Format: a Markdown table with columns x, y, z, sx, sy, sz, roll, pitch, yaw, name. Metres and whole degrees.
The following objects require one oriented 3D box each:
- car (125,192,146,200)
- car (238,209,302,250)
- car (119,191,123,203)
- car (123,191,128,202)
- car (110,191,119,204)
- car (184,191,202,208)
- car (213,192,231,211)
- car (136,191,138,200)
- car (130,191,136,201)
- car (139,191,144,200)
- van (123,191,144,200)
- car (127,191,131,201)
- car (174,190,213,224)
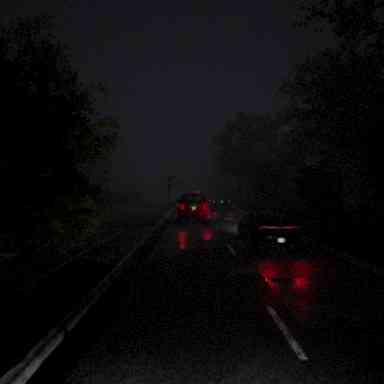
| x | y | z | sx | sy | sz | roll | pitch | yaw | name |
| --- | --- | --- | --- | --- | --- | --- | --- | --- | --- |
| -13.643 | 0.849 | 80.024 | 4.553 | 1.767 | 2.185 | -1 | 0 | -19 | car |
| 3.098 | 1.436 | 13.963 | 2.128 | 1.511 | 4.902 | 0 | 0 | 0 | car |
| -13.841 | 0.952 | 52.963 | 4.553 | 1.767 | 2.185 | -1 | 0 | -20 | car |
| -13.814 | 1.064 | 55.973 | 4.892 | 1.521 | 2.231 | -1 | 0 | -20 | car |
| -13.780 | 0.967 | 49.977 | 4.553 | 1.767 | 2.185 | -1 | 1 | -20 | car |
| 0.095 | 0.872 | 42.980 | 2.150 | 2.045 | 5.566 | 0 | 1 | 0 | car |
| 3.096 | 1.056 | 36.765 | 2.097 | 1.767 | 4.553 | 0 | 1 | 0 | car |
| -13.971 | 1.027 | 64.911 | 5.366 | 1.575 | 1.946 | -1 | 0 | -20 | car |
| -13.831 | 0.787 | 61.960 | 5.566 | 2.045 | 2.435 | -1 | 0 | -20 | car |
| -13.804 | 0.755 | 70.974 | 5.566 | 2.045 | 2.435 | -1 | 0 | -20 | car |
| -13.617 | 0.758 | 77.046 | 4.442 | 1.987 | 1.878 | -1 | 0 | -19 | van |
| -13.830 | 1.079 | 58.958 | 4.792 | 1.488 | 2.163 | -1 | 1 | -20 | car |
| 0.100 | 1.069 | 23.679 | 2.150 | 2.045 | 5.566 | 0 | 1 | 0 | car |
